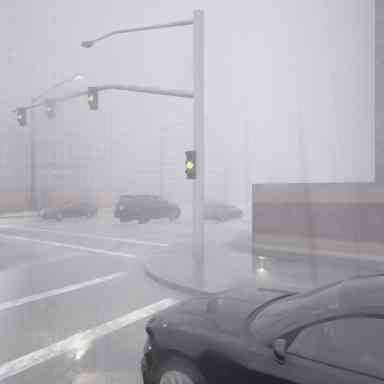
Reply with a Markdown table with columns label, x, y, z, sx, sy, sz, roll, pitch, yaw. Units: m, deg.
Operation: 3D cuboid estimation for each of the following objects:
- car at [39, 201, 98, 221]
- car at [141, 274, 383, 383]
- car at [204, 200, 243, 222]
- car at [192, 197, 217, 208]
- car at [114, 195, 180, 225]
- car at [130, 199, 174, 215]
| label | x | y | z | sx | sy | sz | roll | pitch | yaw |
| --- | --- | --- | --- | --- | --- | --- | --- | --- | --- |
| car | -10.099 | 1.492 | 27.428 | 2.128 | 1.511 | 4.902 | 0 | 0 | 34 |
| car | 1.741 | 1.478 | 2.764 | 5.008 | 1.535 | 1.882 | 0 | 0 | 37 |
| car | 2.431 | 1.564 | 26.446 | 1.994 | 1.385 | 4.181 | 0 | 0 | 36 |
| car | 1.997 | 1.478 | 44.022 | 1.882 | 1.535 | 5.008 | 0 | 0 | 36 |
| car | -3.193 | 1.221 | 24.664 | 2.150 | 2.045 | 5.566 | 0 | 0 | 36 |
| car | -4.172 | 1.505 | 35.566 | 1.837 | 1.490 | 4.892 | 0 | 0 | 36 |
